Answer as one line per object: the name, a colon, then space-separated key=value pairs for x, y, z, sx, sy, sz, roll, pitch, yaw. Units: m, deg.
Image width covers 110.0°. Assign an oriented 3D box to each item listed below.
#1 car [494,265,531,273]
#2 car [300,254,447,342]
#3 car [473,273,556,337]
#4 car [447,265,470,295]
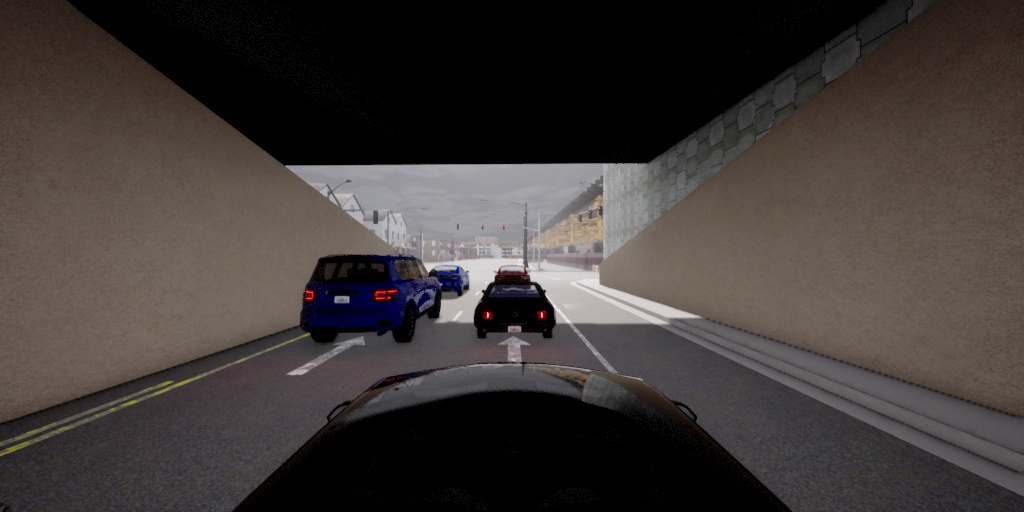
car: x=0.011 y=1.226 z=19.576 sx=1.882 sy=1.535 sz=5.008 roll=0 pitch=0 yaw=0
car: x=-3.439 y=0.971 z=9.889 sx=2.150 sy=2.045 sz=5.566 roll=0 pitch=0 yaw=0
car: x=0.056 y=1.350 z=10.240 sx=1.895 sy=1.301 sz=4.718 roll=0 pitch=0 yaw=0
car: x=-3.490 y=1.226 z=19.827 sx=1.882 sy=1.535 sz=5.008 roll=0 pitch=0 yaw=0
